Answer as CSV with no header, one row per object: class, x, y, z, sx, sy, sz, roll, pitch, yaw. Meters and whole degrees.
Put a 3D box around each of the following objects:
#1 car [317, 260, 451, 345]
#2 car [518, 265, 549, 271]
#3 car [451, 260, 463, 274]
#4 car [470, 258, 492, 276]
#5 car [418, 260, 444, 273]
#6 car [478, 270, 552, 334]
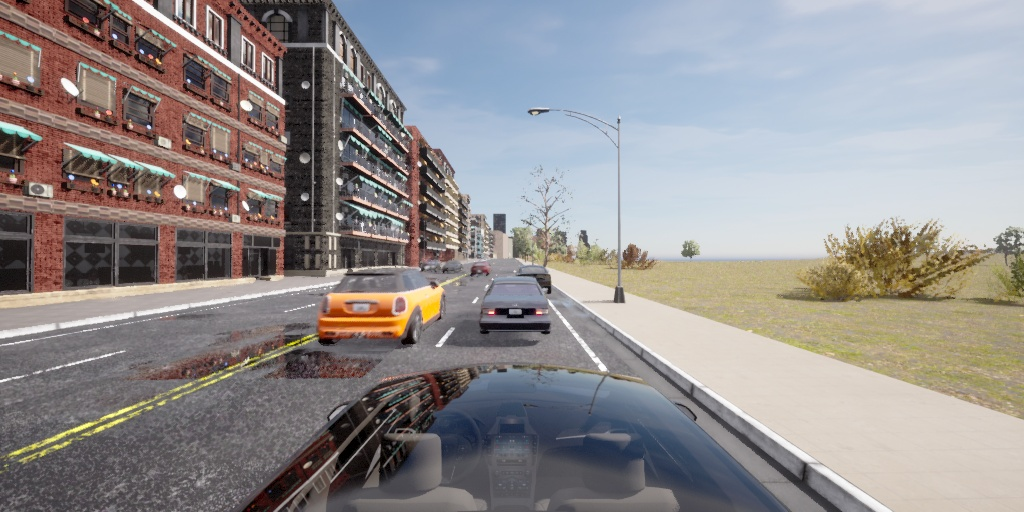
car,-3.159,1.104,9.637,2.097,1.767,4.553,0,0,0
car,1.119,1.230,20.327,1.882,1.535,5.008,0,0,0
car,-6.638,1.256,40.251,1.837,1.490,4.892,0,0,0
car,-3.184,1.277,37.070,1.812,1.442,4.674,0,0,0
car,-9.889,1.243,44.125,2.128,1.511,4.902,0,0,0
car,0.094,1.299,10.564,2.033,1.411,5.357,0,0,0
